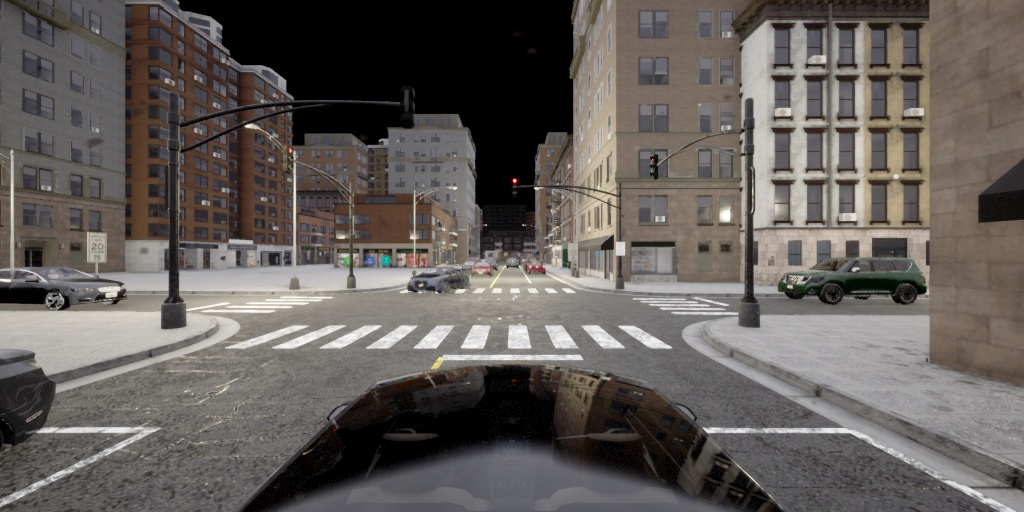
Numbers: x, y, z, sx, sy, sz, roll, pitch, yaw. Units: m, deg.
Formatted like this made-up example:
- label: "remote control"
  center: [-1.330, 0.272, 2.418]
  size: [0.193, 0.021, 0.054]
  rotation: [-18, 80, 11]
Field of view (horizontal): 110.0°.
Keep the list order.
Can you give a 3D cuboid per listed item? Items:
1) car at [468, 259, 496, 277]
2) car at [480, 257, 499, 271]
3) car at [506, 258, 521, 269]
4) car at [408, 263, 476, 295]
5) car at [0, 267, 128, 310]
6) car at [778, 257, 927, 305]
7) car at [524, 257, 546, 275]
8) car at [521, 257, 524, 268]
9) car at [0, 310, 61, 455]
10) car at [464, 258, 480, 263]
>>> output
- label: "car"
  center: [-2.837, 1.276, 34.911]
  size: [1.812, 1.442, 4.674]
  rotation: [0, 0, 0]
- label: "car"
  center: [-2.824, 1.257, 47.826]
  size: [1.837, 1.490, 4.892]
  rotation: [0, 0, 0]
- label: "car"
  center: [0.115, 1.317, 58.569]
  size: [1.994, 1.385, 4.181]
  rotation: [0, 0, 1]
- label: "car"
  center: [-3.984, 1.313, 20.142]
  size: [1.994, 1.385, 4.181]
  rotation: [0, 0, 19]
- label: "car"
  center: [-17.278, 1.162, 13.342]
  size: [4.902, 1.511, 2.128]
  rotation: [0, 0, 2]
- label: "car"
  center: [15.349, 1.056, 16.324]
  size: [5.566, 2.045, 2.150]
  rotation: [0, 0, -2]
- label: "car"
  center: [2.651, 1.191, 39.839]
  size: [1.967, 1.591, 4.097]
  rotation: [0, 0, 0]
- label: "car"
  center: [2.654, 1.066, 45.501]
  size: [2.192, 1.841, 5.009]
  rotation: [0, 0, 0]
- label: "car"
  center: [-5.388, 1.300, 1.673]
  size: [2.007, 1.370, 4.403]
  rotation: [0, 0, 0]
- label: "car"
  center: [-5.372, 1.302, 45.505]
  size: [2.007, 1.370, 4.403]
  rotation: [0, 0, 0]
